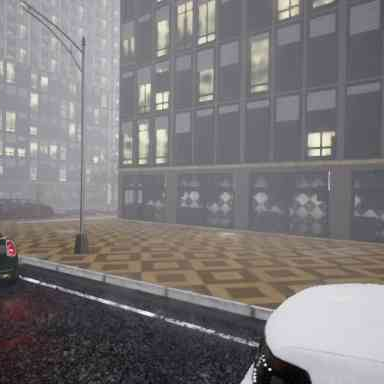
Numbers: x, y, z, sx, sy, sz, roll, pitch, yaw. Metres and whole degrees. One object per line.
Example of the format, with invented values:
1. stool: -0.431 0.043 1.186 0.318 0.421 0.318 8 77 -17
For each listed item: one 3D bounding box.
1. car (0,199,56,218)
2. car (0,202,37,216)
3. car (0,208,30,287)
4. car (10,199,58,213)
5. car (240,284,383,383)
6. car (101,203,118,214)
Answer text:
1. car: -15.199 1.518 30.221 2.192 1.841 5.009 1 0 36
2. car: -19.046 1.722 34.756 1.895 1.301 4.718 1 0 36
3. car: -6.237 1.348 8.106 4.553 1.767 2.097 0 0 35
4. car: -18.712 1.641 39.590 1.752 1.417 4.829 1 0 36
5. car: 2.962 1.220 1.570 5.566 2.045 2.150 0 0 36
6. car: -8.417 1.829 39.444 1.752 1.417 4.829 1 0 36
